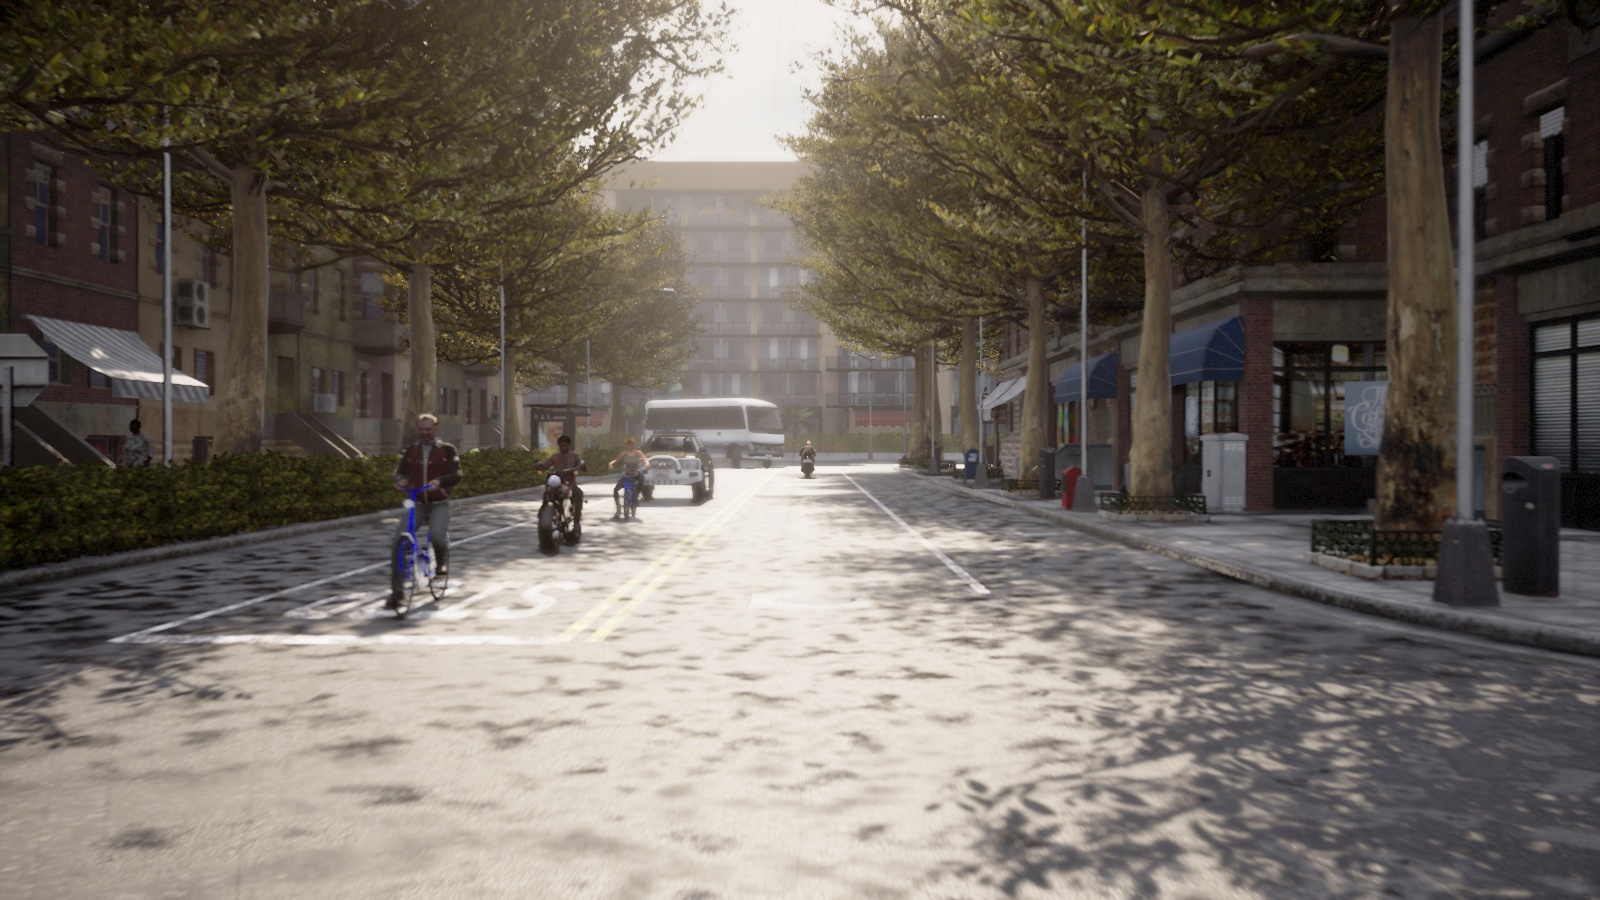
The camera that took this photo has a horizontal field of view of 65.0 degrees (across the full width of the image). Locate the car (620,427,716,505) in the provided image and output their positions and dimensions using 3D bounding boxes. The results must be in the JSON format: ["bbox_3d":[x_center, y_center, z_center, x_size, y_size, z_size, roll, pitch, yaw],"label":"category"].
[{"bbox_3d":[-3.300,0.379,32.269,1.932,1.855,4.605,0,0,0],"label":"car"}]

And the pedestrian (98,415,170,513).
[{"bbox_3d":[-12.810,0.257,24.166,0.874,1.855,0.900,0,0,5],"label":"pedestrian"}]

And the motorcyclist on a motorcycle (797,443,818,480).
[{"bbox_3d":[0.322,0.477,54.083,0.866,1.530,2.191,0,0,0],"label":"motorcyclist on a motorcycle"}]

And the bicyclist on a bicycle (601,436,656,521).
[{"bbox_3d":[-3.340,0.542,24.582,0.866,1.612,1.509,0,0,1],"label":"bicyclist on a bicycle"}]

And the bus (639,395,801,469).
[{"bbox_3d":[-5.095,-1.073,77.988,10.273,4.253,3.944,1,-1,43],"label":"bus"}]

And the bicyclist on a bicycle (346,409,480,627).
[{"bbox_3d":[-3.382,0.552,11.139,0.659,1.776,1.843,0,0,-1],"label":"bicyclist on a bicycle"}]

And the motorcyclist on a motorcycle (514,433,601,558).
[{"bbox_3d":[-3.384,0.594,17.748,0.766,1.649,2.350,0,0,0],"label":"motorcyclist on a motorcycle"}]
